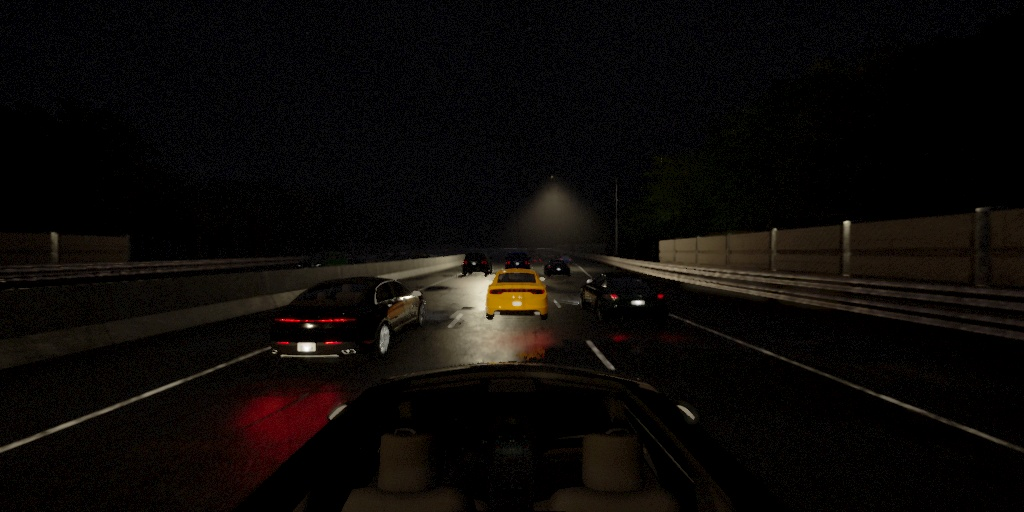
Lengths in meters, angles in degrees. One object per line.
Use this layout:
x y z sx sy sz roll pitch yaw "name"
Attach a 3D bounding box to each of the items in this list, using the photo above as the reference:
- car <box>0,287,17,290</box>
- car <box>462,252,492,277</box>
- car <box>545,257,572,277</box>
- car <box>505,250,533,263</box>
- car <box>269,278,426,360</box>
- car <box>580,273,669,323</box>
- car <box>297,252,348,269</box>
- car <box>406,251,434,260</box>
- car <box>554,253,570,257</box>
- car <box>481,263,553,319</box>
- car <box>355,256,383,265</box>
-14.070 1.240 7.552 1.837 1.490 4.892 0 0 0 "car"
-2.996 0.687 31.654 2.150 2.045 5.566 0 1 1 "car"
3.900 1.028 31.507 1.994 1.385 4.181 0 1 1 "car"
0.512 0.680 31.922 2.150 2.045 5.566 0 1 1 "car"
-3.366 1.241 8.317 1.837 1.490 4.892 0 0 0 "car"
3.554 1.268 12.033 1.994 1.385 4.181 0 0 1 "car"
-17.167 0.674 32.841 2.150 2.045 5.566 0 1 2 "car"
-13.111 0.341 50.441 2.150 2.045 5.566 0 1 2 "car"
7.969 0.562 54.249 2.033 1.411 5.357 0 1 4 "car"
0.168 1.187 12.671 1.882 1.535 5.008 0 0 1 "car"
-20.097 0.667 50.718 2.033 1.411 5.357 0 1 2 "car"
